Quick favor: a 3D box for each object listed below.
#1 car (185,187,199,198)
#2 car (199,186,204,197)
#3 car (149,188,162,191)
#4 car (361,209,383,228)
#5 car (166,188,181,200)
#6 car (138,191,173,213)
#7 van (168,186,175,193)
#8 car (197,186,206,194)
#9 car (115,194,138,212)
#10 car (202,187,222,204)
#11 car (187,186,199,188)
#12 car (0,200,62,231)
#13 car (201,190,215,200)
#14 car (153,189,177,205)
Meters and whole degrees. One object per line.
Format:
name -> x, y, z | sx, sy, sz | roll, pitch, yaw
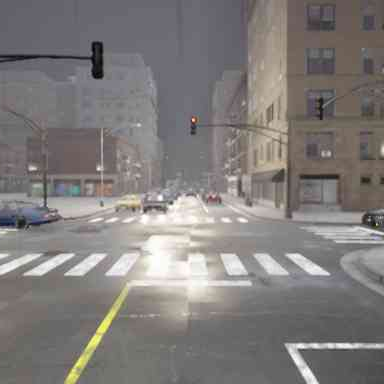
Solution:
car -> -0.165, 0.286, 58.827 | 1.895, 1.301, 4.718 | 0, 1, 0
car -> 2.509, 0.286, 46.001 | 2.192, 1.841, 5.009 | 0, 1, 0
car -> -5.516, 0.521, 45.984 | 2.008, 1.369, 4.403 | 0, 1, 0
car -> 10.947, 1.248, 16.836 | 4.181, 1.385, 1.994 | 0, 1, 0
car -> -2.910, 0.483, 47.527 | 2.033, 1.411, 5.357 | 0, 1, 1
car -> -2.911, 0.926, 27.666 | 2.033, 1.411, 5.357 | 0, 1, -1
van -> -5.645, -0.695, 91.263 | 1.690, 1.788, 3.998 | 0, 1, 0
car -> 2.397, -0.595, 85.624 | 2.192, 1.841, 5.009 | 0, 1, 0
car -> -5.468, 0.877, 28.832 | 1.752, 1.417, 4.829 | 0, 1, 0
car -> 2.525, 0.537, 40.343 | 1.967, 1.590, 4.097 | 0, 1, 0
car -> -0.194, -0.321, 69.118 | 2.150, 2.045, 5.566 | 0, 1, 0
car -> -9.459, 1.130, 16.760 | 5.357, 1.411, 2.033 | 0, 1, 0
car -> 2.493, 0.410, 51.668 | 1.947, 1.339, 4.313 | 0, 1, 0
car -> -2.941, 0.697, 36.969 | 1.812, 1.442, 4.674 | 0, 1, 0
